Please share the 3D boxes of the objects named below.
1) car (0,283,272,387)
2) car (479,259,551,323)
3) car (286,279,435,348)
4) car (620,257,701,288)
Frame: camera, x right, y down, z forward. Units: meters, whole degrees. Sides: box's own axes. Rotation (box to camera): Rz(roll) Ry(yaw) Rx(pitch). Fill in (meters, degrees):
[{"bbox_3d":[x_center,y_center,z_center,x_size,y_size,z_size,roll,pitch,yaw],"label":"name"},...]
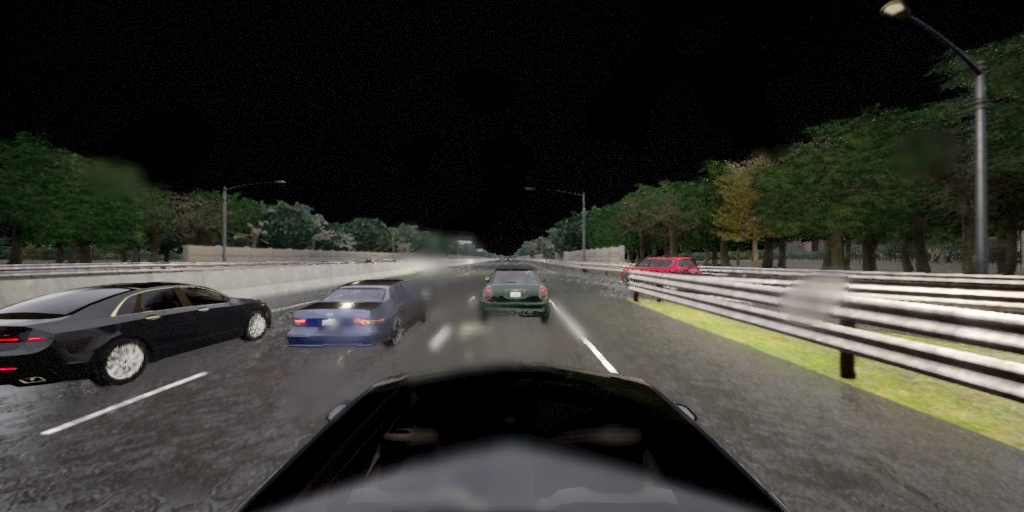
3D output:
[{"bbox_3d":[-6.900,1.258,6.958,1.837,1.490,4.892,0,0,0],"label":"car"},{"bbox_3d":[0.099,1.111,12.243,2.097,1.767,4.553,0,0,0],"label":"car"},{"bbox_3d":[-3.400,1.303,9.233,2.033,1.411,5.357,0,0,0],"label":"car"},{"bbox_3d":[9.696,1.086,23.835,2.150,2.045,5.566,0,0,-24],"label":"car"}]
